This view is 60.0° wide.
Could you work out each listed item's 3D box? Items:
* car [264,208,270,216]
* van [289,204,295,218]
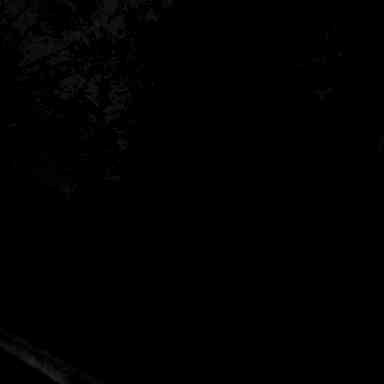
[{"bbox_3d":[10.507,2.359,44.095,2.435,2.045,5.566,-1,-1,38],"label":"car"},{"bbox_3d":[12.653,2.347,42.331,1.878,1.987,4.442,-1,-1,38],"label":"van"}]
